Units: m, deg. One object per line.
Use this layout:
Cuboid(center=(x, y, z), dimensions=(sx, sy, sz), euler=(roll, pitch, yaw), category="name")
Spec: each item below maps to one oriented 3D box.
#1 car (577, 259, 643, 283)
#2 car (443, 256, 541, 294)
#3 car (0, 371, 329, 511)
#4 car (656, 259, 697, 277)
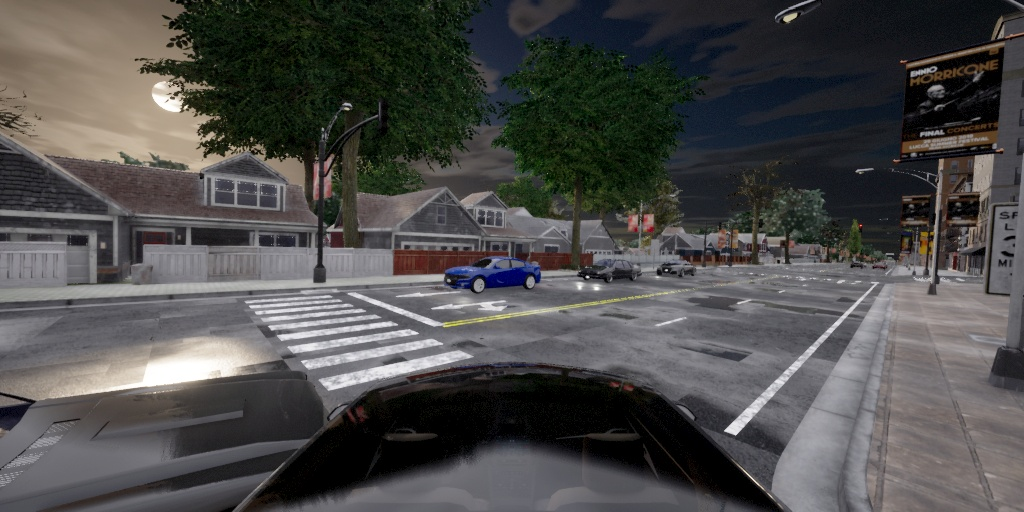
Cuboid(center=(6.530, 0.900, 23.415), dimensions=(5.357, 1.411, 2.033), euler=(0, 3, -43), category="car")
Cuboid(center=(-0.788, 0.770, 16.656), dimensions=(5.008, 1.535, 1.882), euler=(0, 3, -43), category="car")
Cuboid(center=(-3.322, 1.279, 1.524), dimensions=(4.718, 1.301, 1.895), euler=(1, 2, -33), category="car")
Cuboid(center=(13.879, 0.980, 30.175), dimensions=(4.181, 1.385, 1.994), euler=(0, 3, -43), category="car")
